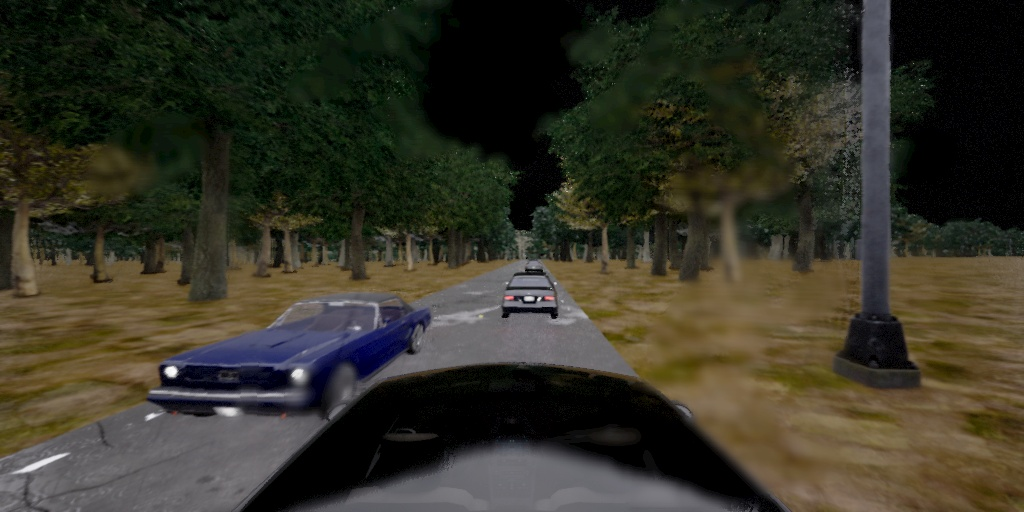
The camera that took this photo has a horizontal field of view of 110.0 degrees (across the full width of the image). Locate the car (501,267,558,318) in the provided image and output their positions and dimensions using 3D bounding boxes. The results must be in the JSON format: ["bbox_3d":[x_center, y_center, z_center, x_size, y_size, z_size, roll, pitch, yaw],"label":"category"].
[{"bbox_3d":[0.662,1.290,12.990,2.033,1.411,5.357,0,0,4],"label":"car"}]

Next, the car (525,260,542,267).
[{"bbox_3d":[2.448,1.178,40.498,1.994,1.385,4.181,0,0,4],"label":"car"}]

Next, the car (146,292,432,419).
[{"bbox_3d":[-2.877,1.345,6.001,1.895,1.301,4.718,0,0,3],"label":"car"}]
